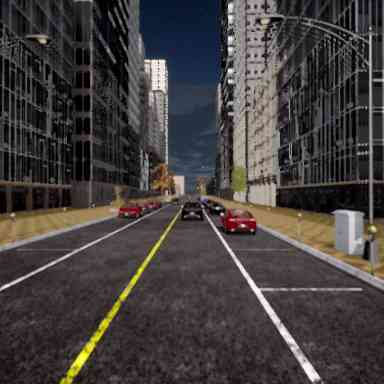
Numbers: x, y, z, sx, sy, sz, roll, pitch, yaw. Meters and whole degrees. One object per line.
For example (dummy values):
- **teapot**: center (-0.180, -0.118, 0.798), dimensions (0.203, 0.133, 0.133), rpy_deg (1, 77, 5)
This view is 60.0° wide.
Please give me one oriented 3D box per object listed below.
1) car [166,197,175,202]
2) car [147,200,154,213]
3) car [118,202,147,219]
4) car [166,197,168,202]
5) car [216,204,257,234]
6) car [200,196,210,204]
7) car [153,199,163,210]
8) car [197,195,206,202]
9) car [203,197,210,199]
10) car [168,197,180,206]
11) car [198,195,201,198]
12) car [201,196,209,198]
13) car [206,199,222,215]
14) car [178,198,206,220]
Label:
- **car**: center (-5.710, 1.941, 88.113), dimensions (2.008, 1.369, 4.403), rpy_deg (0, 0, 0)
- **car**: center (-5.698, 1.769, 36.879), dimensions (1.802, 1.307, 4.206), rpy_deg (0, 0, 0)
- **car**: center (-5.696, 1.705, 31.186), dimensions (1.887, 1.381, 4.507), rpy_deg (0, 0, 0)
- **car**: center (-5.709, 1.895, 82.250), dimensions (1.752, 1.417, 4.829), rpy_deg (0, 0, 0)
- **car**: center (2.687, 1.651, 19.797), dimensions (1.887, 1.381, 4.507), rpy_deg (0, 0, 0)
- **car**: center (2.675, 1.769, 71.028), dimensions (1.967, 1.590, 4.097), rpy_deg (0, 0, 0)
- **car**: center (-5.700, 1.782, 48.264), dimensions (1.887, 1.381, 4.507), rpy_deg (0, 0, 0)
- **car**: center (2.670, 1.724, 93.796), dimensions (2.192, 1.841, 5.009), rpy_deg (0, 0, 0)
- **car**: center (2.680, 1.803, 48.258), dimensions (1.947, 1.339, 4.313), rpy_deg (0, 0, 0)
- **car**: center (-3.037, 1.804, 63.824), dimensions (1.837, 1.490, 4.892), rpy_deg (0, 0, 1)
- **car**: center (-0.011, 1.777, 56.720), dimensions (2.163, 1.488, 4.792), rpy_deg (0, 0, 0)
- **car**: center (2.678, 1.851, 59.642), dimensions (1.947, 1.339, 4.313), rpy_deg (0, 0, 0)
- **car**: center (2.683, 1.753, 36.874), dimensions (1.947, 1.339, 4.313), rpy_deg (0, 0, 0)
- **car**: center (0.039, 1.633, 29.980), dimensions (1.882, 1.535, 5.008), rpy_deg (0, 0, 0)
